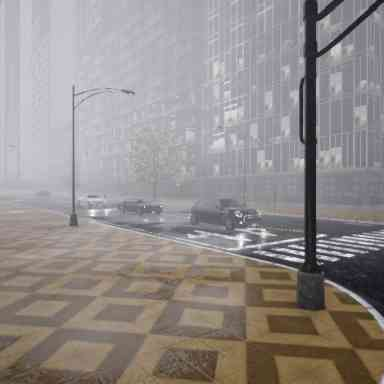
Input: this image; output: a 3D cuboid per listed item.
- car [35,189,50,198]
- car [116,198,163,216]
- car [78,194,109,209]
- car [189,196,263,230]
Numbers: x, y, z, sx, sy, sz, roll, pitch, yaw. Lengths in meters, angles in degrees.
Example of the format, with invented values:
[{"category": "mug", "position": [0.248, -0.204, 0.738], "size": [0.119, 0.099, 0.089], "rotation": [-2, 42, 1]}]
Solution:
[{"category": "car", "position": [-28.630, 0.236, 63.570], "size": [1.882, 1.535, 5.008], "rotation": [0, 1, -38]}, {"category": "car", "position": [-4.287, 1.171, 26.993], "size": [1.895, 1.301, 4.718], "rotation": [0, 1, -38]}, {"category": "car", "position": [-10.533, 0.910, 34.941], "size": [1.812, 1.442, 4.674], "rotation": [0, 1, -38]}, {"category": "car", "position": [1.872, 1.104, 19.190], "size": [2.097, 1.767, 4.553], "rotation": [0, 1, -38]}]
